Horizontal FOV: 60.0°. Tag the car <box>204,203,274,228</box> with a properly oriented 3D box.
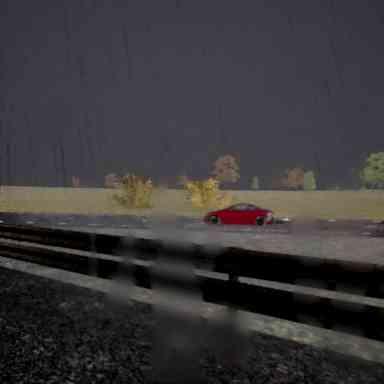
[{"bbox_3d":[2.841,1.377,20.152,4.181,1.385,1.994,0,0,18],"label":"car"}]
